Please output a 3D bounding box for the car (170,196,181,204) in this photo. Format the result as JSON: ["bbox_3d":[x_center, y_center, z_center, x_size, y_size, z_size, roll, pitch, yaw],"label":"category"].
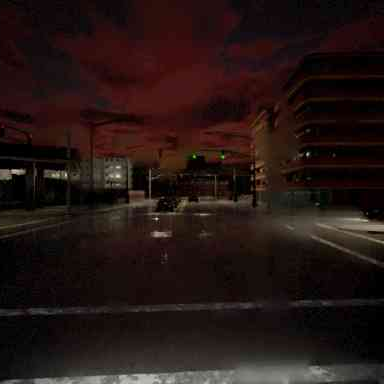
[{"bbox_3d":[-3.261,1.561,66.729,1.994,1.385,4.181,0,0,0],"label":"car"}]

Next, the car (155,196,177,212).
[{"bbox_3d":[-3.081,1.503,38.316,1.837,1.490,4.892,0,0,-1],"label":"car"}]

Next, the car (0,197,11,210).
[{"bbox_3d":[-23.297,1.293,36.886,4.611,1.667,2.242,0,0,1],"label":"car"}]

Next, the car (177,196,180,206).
[{"bbox_3d":[-3.191,1.350,47.521,2.097,1.767,4.553,0,0,0],"label":"car"}]

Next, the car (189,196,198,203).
[{"bbox_3d":[0.237,1.502,66.986,1.837,1.490,4.892,0,0,0],"label":"car"}]

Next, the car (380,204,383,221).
[{"bbox_3d":[16.311,1.600,23.462,4.718,1.301,1.895,0,0,-3],"label":"car"}]

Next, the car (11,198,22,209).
[{"bbox_3d":[-24.011,1.454,42.637,3.806,1.475,1.970,0,0,1],"label":"car"}]

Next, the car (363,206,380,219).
[{"bbox_3d":[16.229,1.563,26.945,4.181,1.385,1.994,0,0,1],"label":"car"}]
